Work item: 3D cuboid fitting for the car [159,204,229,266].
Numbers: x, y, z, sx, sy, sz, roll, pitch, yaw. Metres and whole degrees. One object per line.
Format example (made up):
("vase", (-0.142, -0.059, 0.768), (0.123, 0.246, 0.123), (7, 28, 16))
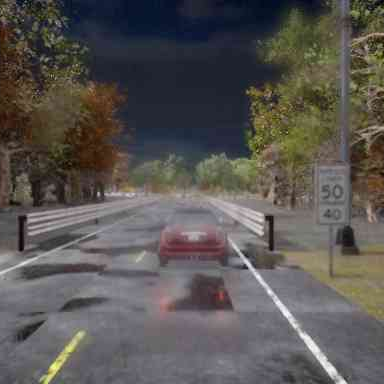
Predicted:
("car", (0.067, 1.336, 11.667), (2.097, 1.767, 4.553), (0, 0, 0))

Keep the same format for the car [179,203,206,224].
("car", (0.058, 1.568, 25.580), (1.895, 1.301, 4.718), (0, 0, 0))
